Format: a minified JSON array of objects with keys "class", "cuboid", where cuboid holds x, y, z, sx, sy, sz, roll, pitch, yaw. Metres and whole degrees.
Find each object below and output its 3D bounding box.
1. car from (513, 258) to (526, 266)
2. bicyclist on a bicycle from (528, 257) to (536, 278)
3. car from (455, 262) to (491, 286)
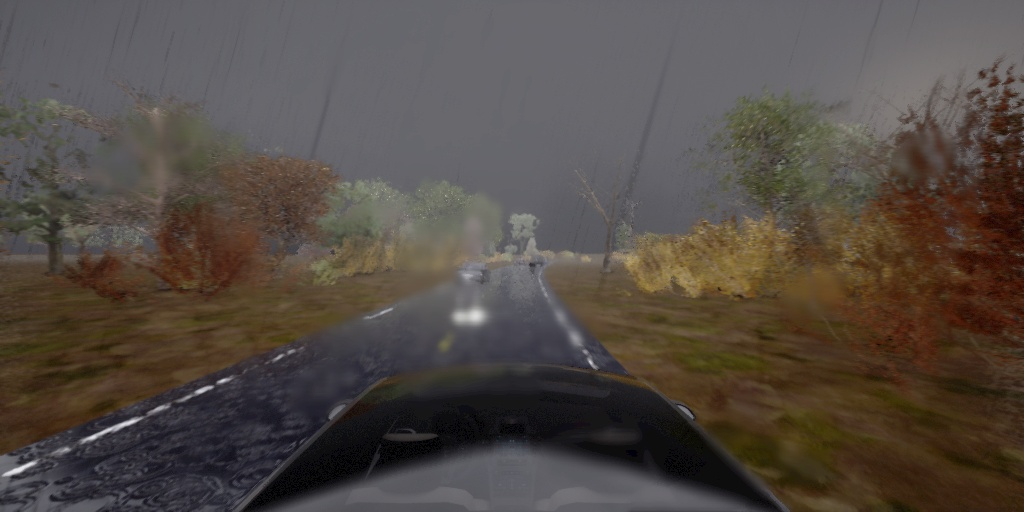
[{"class":"car","cuboid":[1.409,1.083,64.269,1.994,1.385,4.181,0,0,9]},{"class":"bicyclist on a bicycle","cuboid":[1.610,1.026,28.421,0.659,1.776,1.843,0,1,4]},{"class":"car","cuboid":[-2.522,1.140,24.264,2.128,1.511,4.902,0,0,3]}]
